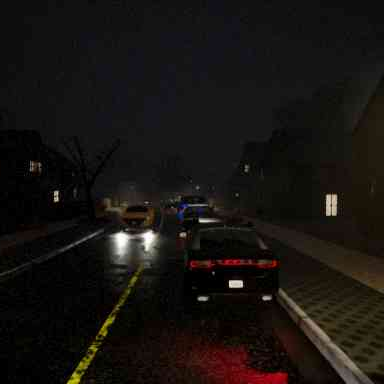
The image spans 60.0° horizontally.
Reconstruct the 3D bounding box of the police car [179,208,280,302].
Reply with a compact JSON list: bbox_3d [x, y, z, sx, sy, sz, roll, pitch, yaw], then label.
[{"bbox_3d":[0.715,1.426,8.466,1.930,1.638,5.238,0,0,-1],"label":"police car"}]

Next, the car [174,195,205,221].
[{"bbox_3d":[-0.010,1.263,24.474,2.150,2.045,5.566,0,0,-4],"label":"car"}]

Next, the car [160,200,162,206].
[{"bbox_3d":[-4.305,1.783,56.726,1.994,1.385,4.181,0,0,-9],"label":"car"}]

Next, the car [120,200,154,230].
[{"bbox_3d":[-3.490,1.518,21.730,1.882,1.535,5.008,0,0,-3],"label":"car"}]

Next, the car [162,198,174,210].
[{"bbox_3d":[-2.805,1.742,45.610,1.895,1.301,4.718,0,0,-7],"label":"car"}]

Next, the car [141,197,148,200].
[{"bbox_3d":[-13.546,2.150,94.453,1.812,1.442,4.674,0,-1,-10],"label":"car"}]

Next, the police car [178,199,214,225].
[{"bbox_3d":[0.337,1.445,18.525,1.930,1.638,5.238,0,0,-3],"label":"police car"}]
